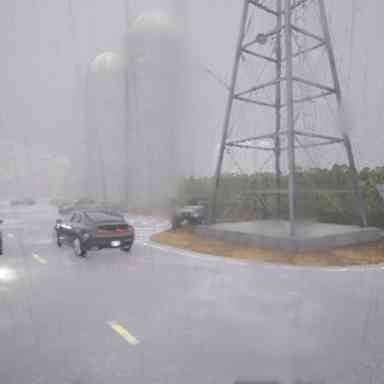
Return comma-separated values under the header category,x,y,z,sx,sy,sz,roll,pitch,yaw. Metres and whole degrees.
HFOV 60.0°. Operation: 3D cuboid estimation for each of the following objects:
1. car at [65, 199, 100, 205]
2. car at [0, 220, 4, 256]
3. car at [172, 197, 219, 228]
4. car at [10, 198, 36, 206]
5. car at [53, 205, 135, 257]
category,x,y,z,sx,sy,sz,roll,pitch,yaw
car,-11.238,1.485,33.426,3.988,1.617,1.851,0,0,-35
car,-8.177,1.416,12.204,1.882,1.535,5.008,0,0,-35
car,0.338,1.273,20.964,1.905,1.878,3.866,0,0,24
car,-30.535,1.711,60.210,4.181,1.381,1.994,0,0,-35
car,-3.856,1.417,12.661,1.837,1.490,4.892,0,-1,-36
